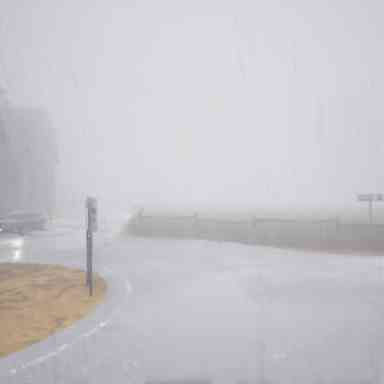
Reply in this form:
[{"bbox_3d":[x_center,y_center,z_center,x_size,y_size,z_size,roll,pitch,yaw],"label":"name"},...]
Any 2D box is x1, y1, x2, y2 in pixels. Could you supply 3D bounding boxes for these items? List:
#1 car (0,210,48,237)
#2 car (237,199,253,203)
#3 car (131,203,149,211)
[{"bbox_3d":[-10.977,1.978,21.513,1.837,1.490,4.892,0,-1,-1],"label":"car"},{"bbox_3d":[14.446,2.764,89.204,4.611,1.667,2.242,-1,-1,-5],"label":"car"},{"bbox_3d":[-8.349,2.518,54.955,2.033,1.411,5.357,-1,-1,10],"label":"car"}]
